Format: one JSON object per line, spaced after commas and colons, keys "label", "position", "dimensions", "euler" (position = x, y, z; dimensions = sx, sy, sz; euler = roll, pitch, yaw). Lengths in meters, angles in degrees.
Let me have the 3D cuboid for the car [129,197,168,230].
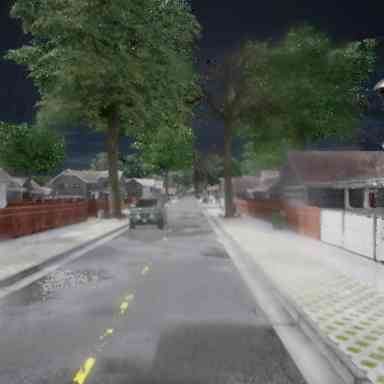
{"label": "car", "position": [-2.834, 1.402, 22.793], "dimensions": [2.150, 2.045, 5.566], "euler": [0, 0, 0]}
